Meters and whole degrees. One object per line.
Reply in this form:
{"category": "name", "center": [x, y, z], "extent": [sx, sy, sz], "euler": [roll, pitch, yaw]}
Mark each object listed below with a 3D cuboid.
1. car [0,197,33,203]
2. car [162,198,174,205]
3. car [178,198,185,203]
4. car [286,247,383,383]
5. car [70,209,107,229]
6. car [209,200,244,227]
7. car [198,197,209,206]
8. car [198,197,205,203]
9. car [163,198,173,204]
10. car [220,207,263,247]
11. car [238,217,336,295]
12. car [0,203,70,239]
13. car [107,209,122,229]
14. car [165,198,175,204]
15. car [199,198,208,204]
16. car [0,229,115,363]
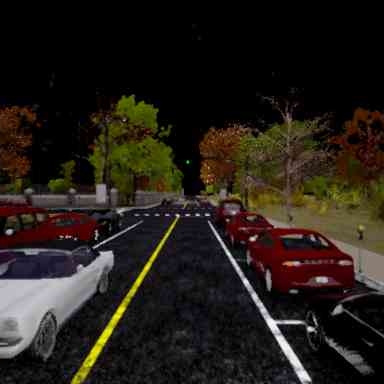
{"category": "car", "center": [-25.669, 1.624, 48.101], "extent": [5.009, 1.841, 2.192], "euler": [0, 0, -1]}
{"category": "car", "center": [-5.319, 2.018, 69.128], "extent": [1.947, 1.339, 4.313], "euler": [-1, 0, 0]}
{"category": "car", "center": [-2.741, 2.178, 89.737], "extent": [1.895, 1.301, 4.718], "euler": [0, 0, 0]}
{"category": "car", "center": [2.556, 1.587, 3.240], "extent": [1.947, 1.339, 4.313], "euler": [-1, 0, 0]}
{"category": "car", "center": [-5.323, 1.637, 14.294], "extent": [1.887, 1.381, 4.507], "euler": [-1, 0, 0]}
{"category": "car", "center": [2.685, 1.472, 24.178], "extent": [2.192, 1.841, 5.009], "euler": [-1, 0, 0]}
{"category": "car", "center": [2.616, 1.872, 66.111], "extent": [1.967, 1.590, 4.097], "euler": [-1, 0, 0]}
{"category": "car", "center": [2.565, 2.169, 91.876], "extent": [1.947, 1.339, 4.313], "euler": [-1, 0, 0]}
{"category": "car", "center": [-5.317, 2.055, 74.815], "extent": [1.947, 1.339, 4.313], "euler": [-1, 0, 0]}
{"category": "car", "center": [2.573, 1.645, 15.540], "extent": [1.887, 1.381, 4.507], "euler": [-1, 0, 0]}
{"category": "car", "center": [2.556, 1.601, 8.781], "extent": [1.887, 1.381, 4.507], "euler": [-1, 0, 0]}
{"category": "car", "center": [-5.326, 1.372, 8.748], "extent": [2.192, 1.841, 5.009], "euler": [-1, 0, 0]}
{"category": "car", "center": [-5.395, 1.695, 19.837], "extent": [1.947, 1.339, 4.313], "euler": [-1, 0, 0]}
{"category": "car", "center": [-5.316, 2.093, 80.503], "extent": [1.947, 1.339, 4.313], "euler": [-1, 0, 0]}
{"category": "car", "center": [2.563, 2.034, 74.811], "extent": [1.887, 1.381, 4.507], "euler": [-1, 0, 0]}
{"category": "car", "center": [-2.850, 1.640, 6.038], "extent": [1.895, 1.301, 4.718], "euler": [0, 0, 0]}
